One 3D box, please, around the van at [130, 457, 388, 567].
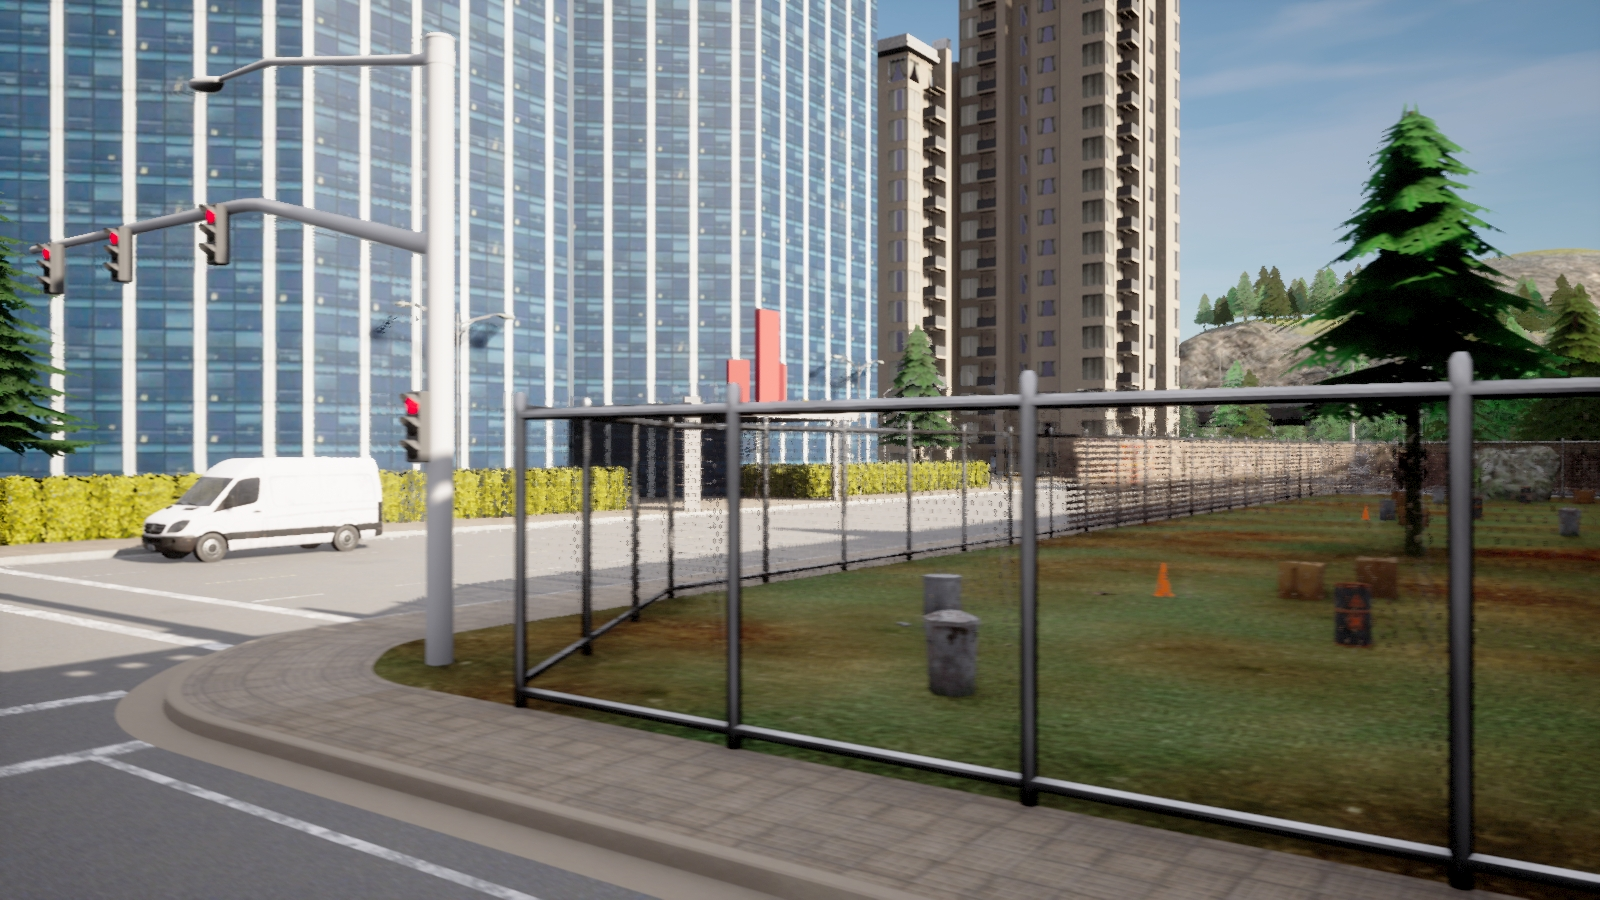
[{"bbox_3d":[-14.013,1.478,30.025,1.988,2.561,5.915,0,0,35],"label":"van"}]
